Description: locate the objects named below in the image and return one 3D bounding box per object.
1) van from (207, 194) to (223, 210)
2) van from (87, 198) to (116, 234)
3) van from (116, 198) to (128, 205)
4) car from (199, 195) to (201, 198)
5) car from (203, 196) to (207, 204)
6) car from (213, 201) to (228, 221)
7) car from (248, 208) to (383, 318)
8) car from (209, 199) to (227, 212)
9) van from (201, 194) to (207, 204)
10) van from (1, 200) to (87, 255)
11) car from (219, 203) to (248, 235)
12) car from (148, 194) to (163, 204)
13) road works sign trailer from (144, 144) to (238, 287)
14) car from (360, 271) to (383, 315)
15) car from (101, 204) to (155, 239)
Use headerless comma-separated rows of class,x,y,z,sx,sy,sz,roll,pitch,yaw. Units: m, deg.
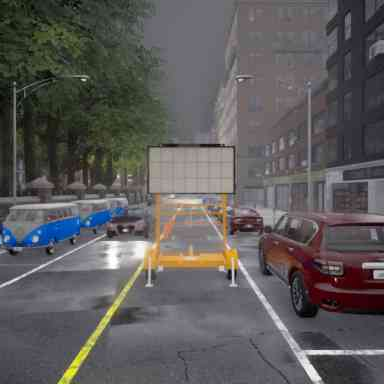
van,2.783,1.316,35.654,1.690,1.788,3.998,0,0,0
van,-5.708,1.334,18.630,1.690,1.788,3.998,0,0,0
van,-5.719,1.329,24.288,1.690,1.788,3.998,0,0,0
car,2.739,1.504,58.296,1.947,1.339,4.313,0,0,0
car,2.773,1.512,41.314,1.887,1.381,4.507,0,0,0
car,2.806,1.570,24.333,1.802,1.307,4.206,0,0,0
car,2.838,1.314,7.351,2.192,1.841,5.009,0,0,0
car,2.795,1.564,29.994,1.802,1.307,4.206,0,0,0
van,2.750,1.290,52.635,1.690,1.788,3.998,0,0,0
van,-5.697,1.337,12.972,1.690,1.788,3.998,0,0,0
car,2.818,1.537,18.673,1.887,1.381,4.507,0,0,0
car,-5.775,1.264,52.578,2.192,1.841,5.009,0,0,0
road works sign trailer,-0.019,0.462,9.300,2.380,3.560,2.880,0,0,0
car,2.851,1.582,1.691,1.802,1.307,4.206,0,0,0
car,-3.035,1.557,17.207,1.994,1.385,4.181,0,0,0
